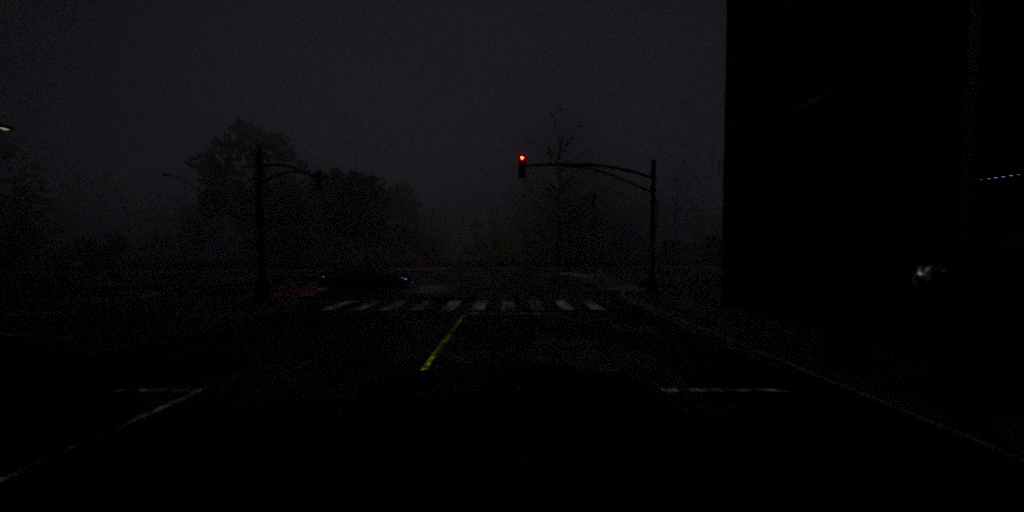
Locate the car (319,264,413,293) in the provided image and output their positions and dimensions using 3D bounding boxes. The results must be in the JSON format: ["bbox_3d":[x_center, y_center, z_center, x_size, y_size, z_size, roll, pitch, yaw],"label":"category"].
[{"bbox_3d":[-7.711,1.141,19.146,4.674,1.442,1.812,0,2,-7],"label":"car"}]

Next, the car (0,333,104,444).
[{"bbox_3d":[-5.788,1.317,2.623,1.802,1.307,4.207,0,0,0],"label":"car"}]
